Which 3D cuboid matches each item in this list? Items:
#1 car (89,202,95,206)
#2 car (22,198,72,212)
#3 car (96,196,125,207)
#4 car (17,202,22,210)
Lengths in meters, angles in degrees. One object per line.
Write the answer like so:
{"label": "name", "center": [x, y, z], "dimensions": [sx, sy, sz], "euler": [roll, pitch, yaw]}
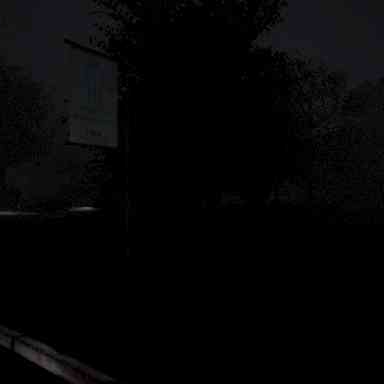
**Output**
{"label": "car", "center": [-12.508, 1.508, 49.342], "dimensions": [2.033, 1.411, 5.357], "euler": [0, 0, 38]}
{"label": "car", "center": [-16.501, 1.470, 38.652], "dimensions": [1.882, 1.535, 5.008], "euler": [0, 0, 39]}
{"label": "car", "center": [-10.185, 1.185, 46.638], "dimensions": [2.150, 2.045, 5.566], "euler": [0, 0, 38]}
{"label": "car", "center": [-18.964, 1.484, 41.176], "dimensions": [2.128, 1.511, 4.902], "euler": [0, 0, 39]}
